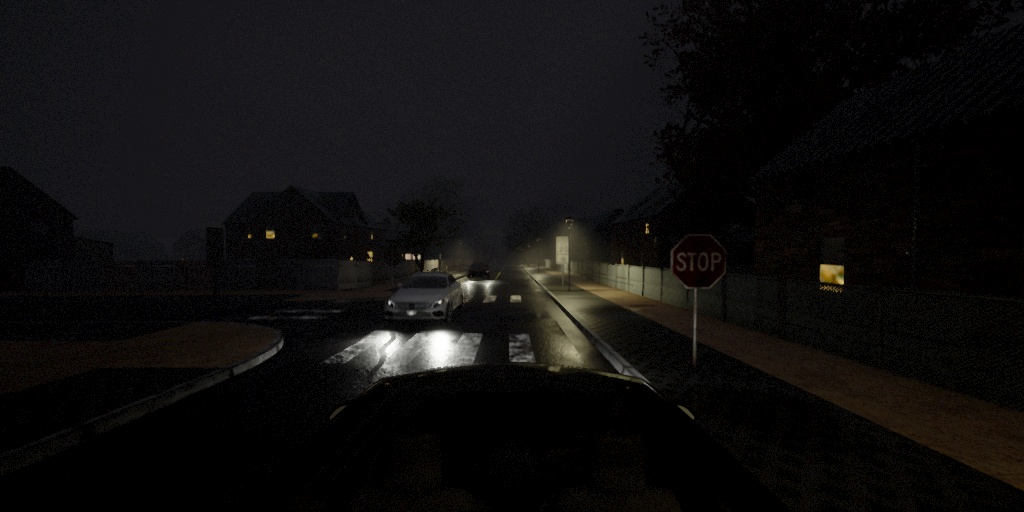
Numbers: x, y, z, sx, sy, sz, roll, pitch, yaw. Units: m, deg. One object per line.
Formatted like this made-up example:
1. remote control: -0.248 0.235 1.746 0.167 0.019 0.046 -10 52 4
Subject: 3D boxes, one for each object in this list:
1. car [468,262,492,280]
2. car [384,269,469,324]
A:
1. car: -2.798 1.246 31.757 1.882 1.535 5.008 0 0 0
2. car: -2.763 1.275 12.174 1.812 1.442 4.674 0 1 0
